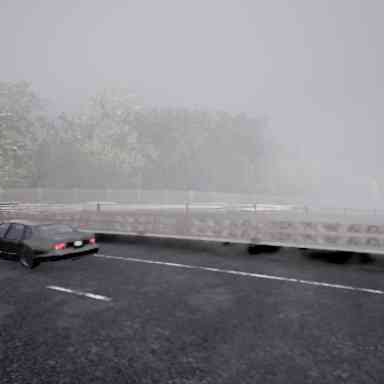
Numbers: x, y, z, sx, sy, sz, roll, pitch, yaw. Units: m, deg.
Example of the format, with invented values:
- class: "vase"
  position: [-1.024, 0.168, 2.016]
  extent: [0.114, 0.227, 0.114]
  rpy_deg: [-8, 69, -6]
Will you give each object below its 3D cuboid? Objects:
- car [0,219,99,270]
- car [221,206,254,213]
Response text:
- class: "car"
  position: [-5.665, 1.644, 11.386]
  extent: [5.357, 1.411, 2.033]
  rpy_deg: [-1, 0, 29]
- class: "car"
  position: [6.984, 2.386, 50.289]
  extent: [5.357, 1.411, 2.033]
  rpy_deg: [3, -2, -31]
